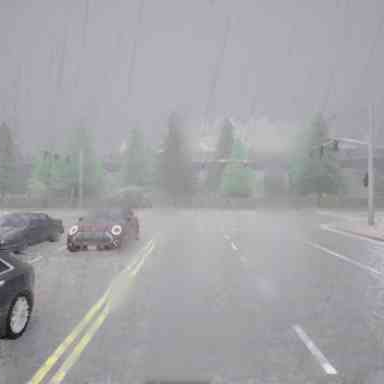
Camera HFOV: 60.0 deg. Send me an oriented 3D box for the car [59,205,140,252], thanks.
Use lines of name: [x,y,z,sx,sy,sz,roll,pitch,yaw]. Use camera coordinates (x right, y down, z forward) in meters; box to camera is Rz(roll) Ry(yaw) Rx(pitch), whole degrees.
car: [-3.513,1.385,13.969,2.097,1.767,4.553,0,0,0]

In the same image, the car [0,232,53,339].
car: [-3.589,1.516,3.809,1.837,1.490,4.892,0,-1,0]

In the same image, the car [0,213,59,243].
car: [-7.014,1.579,13.686,2.033,1.411,5.357,0,0,0]
